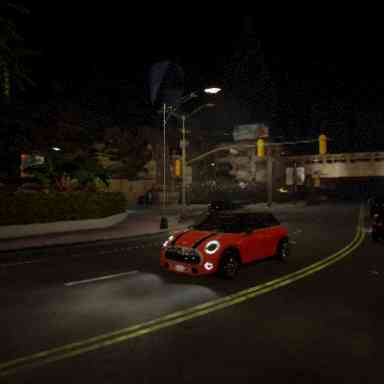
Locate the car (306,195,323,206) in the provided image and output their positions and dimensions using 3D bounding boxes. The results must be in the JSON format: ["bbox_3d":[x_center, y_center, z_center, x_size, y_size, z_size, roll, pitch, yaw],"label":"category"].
[{"bbox_3d":[22.428,1.707,61.603,2.097,1.535,5.008,0,0,27],"label":"car"}]

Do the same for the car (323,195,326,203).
[{"bbox_3d":[25.245,1.603,67.380,2.185,1.767,4.553,0,0,27],"label":"car"}]

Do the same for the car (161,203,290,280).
[{"bbox_3d":[1.185,1.393,10.301,2.097,1.767,4.553,0,0,42],"label":"car"}]

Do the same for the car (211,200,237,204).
[{"bbox_3d":[3.510,1.638,28.743,1.812,1.442,4.674,1,-1,-20],"label":"car"}]

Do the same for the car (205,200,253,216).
[{"bbox_3d":[3.863,1.645,35.336,4.892,1.490,1.837,-1,-2,44],"label":"car"}]

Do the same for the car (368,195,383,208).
[{"bbox_3d":[17.909,1.330,31.004,2.150,2.045,5.566,0,0,27],"label":"car"}]

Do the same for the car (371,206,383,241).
[{"bbox_3d":[10.125,1.623,16.529,1.994,1.385,4.181,0,0,31],"label":"car"}]

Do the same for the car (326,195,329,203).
[{"bbox_3d":[30.209,1.763,76.943,2.231,1.521,4.892,0,0,37],"label":"car"}]
